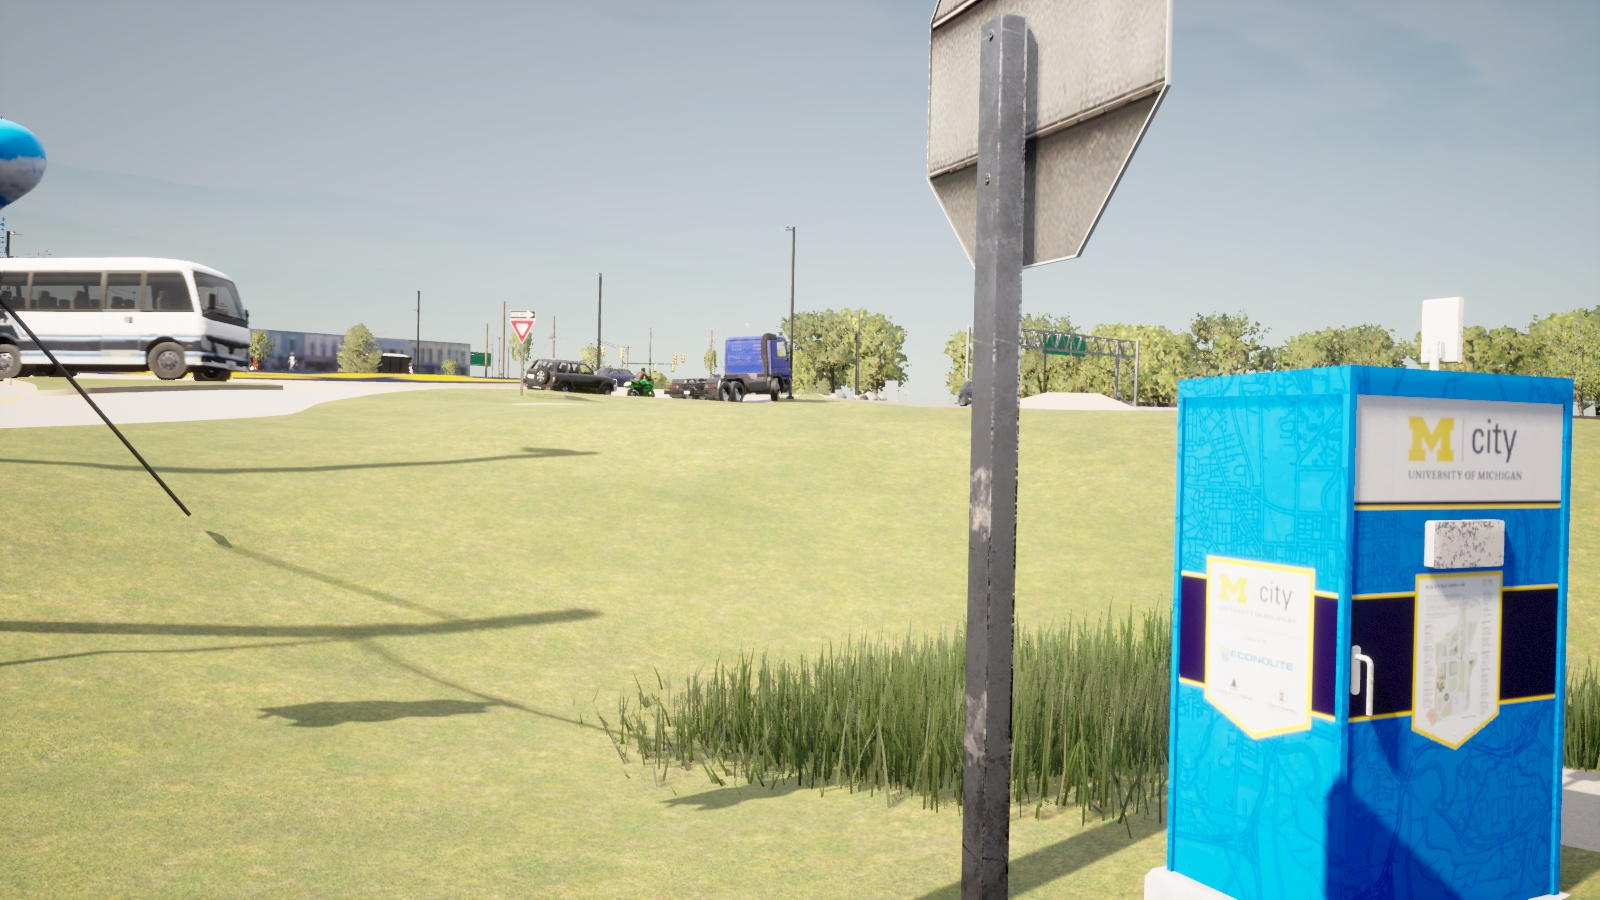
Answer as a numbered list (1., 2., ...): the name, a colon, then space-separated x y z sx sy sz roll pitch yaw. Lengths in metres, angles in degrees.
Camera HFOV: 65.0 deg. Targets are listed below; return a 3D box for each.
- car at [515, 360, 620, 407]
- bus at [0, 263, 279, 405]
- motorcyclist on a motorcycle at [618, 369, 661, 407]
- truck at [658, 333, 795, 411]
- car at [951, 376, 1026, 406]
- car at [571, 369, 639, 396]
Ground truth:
1. car: -10.479 -2.985 56.889 1.932 1.855 4.605 9 6 31
2. bus: -23.851 -3.873 43.160 10.273 4.253 3.944 -1 -1 4
3. motorcyclist on a motorcycle: -6.850 -2.639 53.777 0.797 1.523 2.044 0 1 28
4. truck: -3.473 -3.937 62.093 2.891 3.462 7.936 -1 5 28
5. car: 11.135 -3.545 74.512 2.033 1.649 4.856 -1 4 -25
6. car: -14.172 -4.899 91.404 2.097 1.767 4.553 1 1 43
